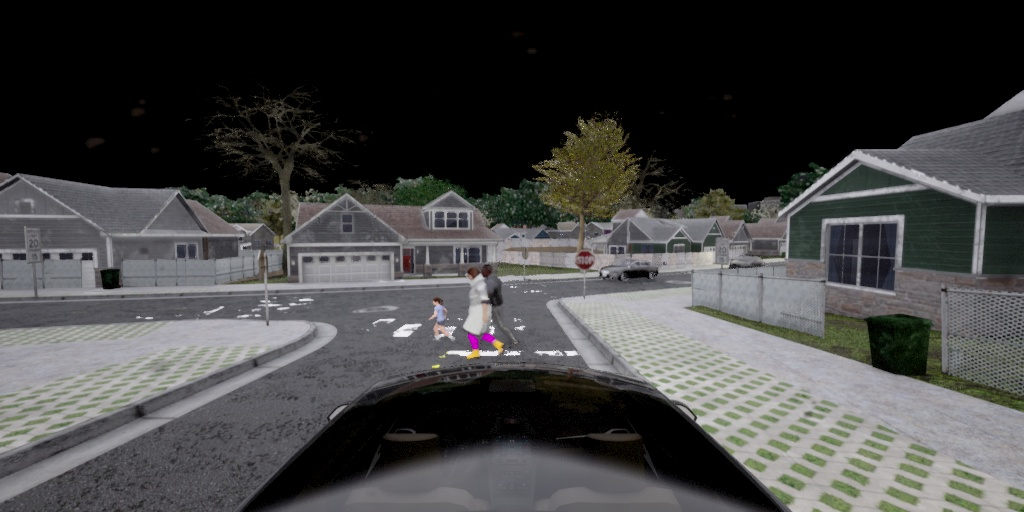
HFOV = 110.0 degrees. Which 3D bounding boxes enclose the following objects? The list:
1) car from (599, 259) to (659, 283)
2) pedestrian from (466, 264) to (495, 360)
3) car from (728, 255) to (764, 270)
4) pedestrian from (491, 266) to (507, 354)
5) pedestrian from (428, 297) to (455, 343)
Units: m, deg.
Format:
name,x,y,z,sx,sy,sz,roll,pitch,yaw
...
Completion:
name,x,y,z,sx,sy,sz,roll,pitch,yaw
car,8.489,1.011,25.890,4.902,1.511,2.128,-1,3,-30
pedestrian,-0.623,1.039,6.900,0.375,1.860,0.375,-3,3,0
car,23.315,0.713,35.632,4.892,1.490,1.837,-2,4,-37
pedestrian,-0.413,1.038,7.612,0.375,1.860,0.375,-3,3,0
pedestrian,-1.628,1.417,8.234,0.500,1.100,0.500,-3,3,0
